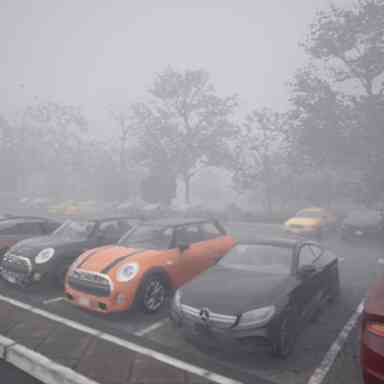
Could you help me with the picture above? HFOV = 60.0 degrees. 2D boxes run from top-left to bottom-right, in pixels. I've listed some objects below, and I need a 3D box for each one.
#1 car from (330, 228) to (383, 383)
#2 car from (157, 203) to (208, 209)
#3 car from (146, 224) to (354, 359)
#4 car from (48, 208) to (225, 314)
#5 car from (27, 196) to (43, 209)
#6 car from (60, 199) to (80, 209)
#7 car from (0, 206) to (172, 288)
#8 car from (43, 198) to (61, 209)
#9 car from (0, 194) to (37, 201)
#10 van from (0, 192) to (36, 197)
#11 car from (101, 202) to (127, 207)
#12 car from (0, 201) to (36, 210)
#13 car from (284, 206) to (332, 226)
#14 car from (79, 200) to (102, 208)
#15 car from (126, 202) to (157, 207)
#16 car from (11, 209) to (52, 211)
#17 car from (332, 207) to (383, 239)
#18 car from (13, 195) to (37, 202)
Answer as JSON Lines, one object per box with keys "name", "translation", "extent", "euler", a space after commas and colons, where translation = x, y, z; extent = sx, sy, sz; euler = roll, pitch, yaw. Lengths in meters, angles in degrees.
{"name": "car", "translation": [3.768, 1.543, 4.806], "extent": [2.097, 1.535, 5.008], "euler": [-1, -1, 36]}
{"name": "car", "translation": [0.136, 1.616, 23.606], "extent": [2.231, 1.521, 4.892], "euler": [0, 0, 36]}
{"name": "car", "translation": [1.516, 1.615, 6.451], "extent": [2.002, 1.452, 4.674], "euler": [-1, -1, 36]}
{"name": "car", "translation": [-0.724, 1.474, 8.113], "extent": [2.185, 1.767, 4.553], "euler": [-1, 0, 36]}
{"name": "car", "translation": [-13.392, 1.435, 33.469], "extent": [2.163, 1.488, 4.792], "euler": [2, 1, 36]}
{"name": "car", "translation": [-8.778, 1.514, 30.313], "extent": [1.946, 1.575, 5.366], "euler": [1, 1, 36]}
{"name": "car", "translation": [-2.973, 1.490, 9.746], "extent": [2.185, 1.767, 4.553], "euler": [0, 0, 36]}
{"name": "car", "translation": [-11.040, 1.463, 31.955], "extent": [1.946, 1.575, 5.366], "euler": [1, 1, 36]}
{"name": "car", "translation": [-18.016, 1.295, 36.794], "extent": [2.002, 1.452, 4.674], "euler": [2, 1, 36]}
{"name": "van", "translation": [-20.249, 0.957, 38.255], "extent": [1.878, 1.987, 4.442], "euler": [2, 2, 36]}
{"name": "car", "translation": [-4.483, 1.584, 26.959], "extent": [2.097, 1.535, 5.008], "euler": [1, 0, 36]}
{"name": "car", "translation": [-9.777, 1.484, 14.607], "extent": [2.185, 1.767, 4.553], "euler": [0, 0, 36]}
{"name": "car", "translation": [6.695, 1.593, 18.623], "extent": [1.946, 1.575, 5.366], "euler": [0, 0, 36]}
{"name": "car", "translation": [-6.756, 1.586, 28.580], "extent": [2.163, 1.488, 4.792], "euler": [1, 1, 36]}
{"name": "car", "translation": [-2.225, 1.604, 25.320], "extent": [2.097, 1.535, 5.008], "euler": [0, 0, 36]}
{"name": "car", "translation": [-7.520, 1.649, 12.972], "extent": [2.163, 1.488, 4.792], "euler": [0, 0, 36]}
{"name": "car", "translation": [9.064, 1.572, 17.138], "extent": [2.097, 1.535, 5.008], "euler": [-1, 0, 36]}
{"name": "car", "translation": [-15.763, 1.372, 35.158], "extent": [2.002, 1.452, 4.674], "euler": [2, 1, 36]}
